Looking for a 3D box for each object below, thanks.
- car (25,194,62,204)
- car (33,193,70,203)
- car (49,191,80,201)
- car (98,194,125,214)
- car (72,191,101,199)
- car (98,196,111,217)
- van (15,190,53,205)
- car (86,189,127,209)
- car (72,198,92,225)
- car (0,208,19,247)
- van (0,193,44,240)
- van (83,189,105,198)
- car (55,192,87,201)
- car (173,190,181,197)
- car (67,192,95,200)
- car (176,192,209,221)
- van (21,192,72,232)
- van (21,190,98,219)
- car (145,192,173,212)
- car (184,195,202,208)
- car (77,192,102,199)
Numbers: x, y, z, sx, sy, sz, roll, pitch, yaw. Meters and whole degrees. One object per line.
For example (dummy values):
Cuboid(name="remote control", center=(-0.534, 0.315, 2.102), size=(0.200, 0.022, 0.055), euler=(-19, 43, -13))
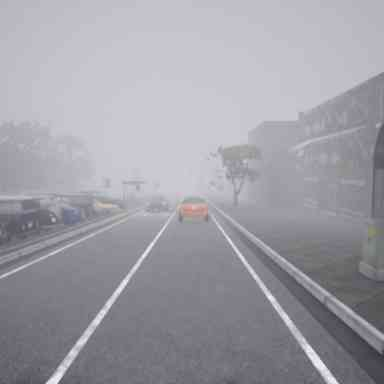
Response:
Cuboid(name="car", center=(-22.045, 0.969, 49.579), size=(4.674, 1.452, 2.002), euler=(0, 1, 0))
Cuboid(name="car", center=(-22.045, 0.893, 52.355), size=(5.008, 1.535, 2.097), euler=(0, 1, 0))
Cuboid(name="car", center=(-22.084, 0.697, 57.904), size=(4.553, 1.767, 2.185), euler=(0, 1, 0))
Cuboid(name="car", center=(-8.772, 1.204, 28.225), size=(5.366, 1.575, 1.946), euler=(0, 1, 0))
Cuboid(name="car", center=(-21.872, 0.680, 69.005), size=(5.366, 1.575, 1.946), euler=(0, 1, 0))
Cuboid(name="car", center=(-8.959, 1.284, 25.423), size=(4.674, 1.452, 2.002), euler=(0, 1, 0))
Cuboid(name="van", center=(-22.163, 0.740, 46.801), size=(4.442, 1.987, 1.878), euler=(0, 1, 0))
Cuboid(name="car", center=(-8.931, 0.920, 31.026), size=(5.566, 2.045, 2.435), euler=(0, 1, 0))
Cuboid(name="car", center=(-8.948, 1.318, 19.816), size=(5.008, 1.535, 2.097), euler=(0, 1, 0))
Cuboid(name="car", center=(-8.978, 1.446, 11.405), size=(4.792, 1.488, 2.163), euler=(0, 1, 0))
Cuboid(name="van", center=(-9.067, 1.159, 14.205), size=(4.442, 1.987, 1.878), euler=(0, 1, 0))
Cuboid(name="van", center=(-21.944, 0.389, 74.552), size=(4.442, 1.987, 1.878), euler=(0, 1, 0))
Cuboid(name="car", center=(-22.060, 0.787, 60.681), size=(5.008, 1.535, 2.097), euler=(0, 1, 0))
Cuboid(name="car", center=(-3.188, 0.374, 72.992), size=(1.837, 1.490, 4.892), euler=(0, 2, 0))
Cuboid(name="car", center=(-22.086, 0.747, 66.231), size=(4.792, 1.488, 2.163), euler=(0, 1, 0))
Cuboid(name="car", center=(0.121, 1.109, 24.867), size=(2.097, 1.767, 4.553), euler=(0, 1, 0))
Cuboid(name="van", center=(-8.835, 1.128, 17.007), size=(4.442, 1.987, 1.878), euler=(0, 1, 0))
Cuboid(name="van", center=(-9.072, 1.055, 22.617), size=(4.442, 1.987, 1.878), euler=(0, 1, 0))
Cuboid(name="car", center=(-3.318, 1.016, 32.600), size=(2.097, 1.767, 4.553), euler=(0, 1, 0))
Cuboid(name="car", center=(0.135, 1.093, 41.716), size=(2.033, 1.411, 5.357), euler=(0, 1, 0))
Cuboid(name="car", center=(-22.089, 0.678, 71.782), size=(4.792, 1.488, 2.163), euler=(0, 1, 0))
